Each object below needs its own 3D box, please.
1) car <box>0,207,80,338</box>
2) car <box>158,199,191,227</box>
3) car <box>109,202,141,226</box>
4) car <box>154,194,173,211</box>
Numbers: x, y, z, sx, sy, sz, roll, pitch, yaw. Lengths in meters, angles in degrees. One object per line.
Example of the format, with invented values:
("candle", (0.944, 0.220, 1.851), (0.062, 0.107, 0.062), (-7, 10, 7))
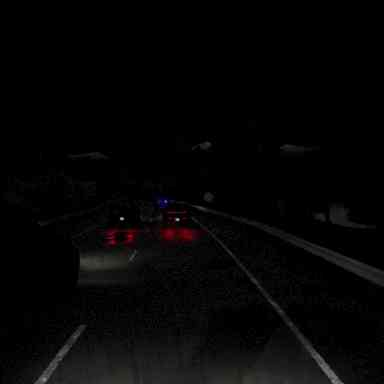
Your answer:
("car", (-3.518, 1.223, 5.041), (2.150, 2.045, 5.566), (0, 0, -1))
("car", (-1.120, 1.484, 22.942), (2.128, 1.511, 4.902), (0, 0, -5))
("car", (-4.681, 1.488, 23.471), (2.128, 1.511, 4.902), (0, 0, -6))
("car", (-3.381, 1.212, 40.354), (2.150, 2.045, 5.566), (0, 0, -9))
